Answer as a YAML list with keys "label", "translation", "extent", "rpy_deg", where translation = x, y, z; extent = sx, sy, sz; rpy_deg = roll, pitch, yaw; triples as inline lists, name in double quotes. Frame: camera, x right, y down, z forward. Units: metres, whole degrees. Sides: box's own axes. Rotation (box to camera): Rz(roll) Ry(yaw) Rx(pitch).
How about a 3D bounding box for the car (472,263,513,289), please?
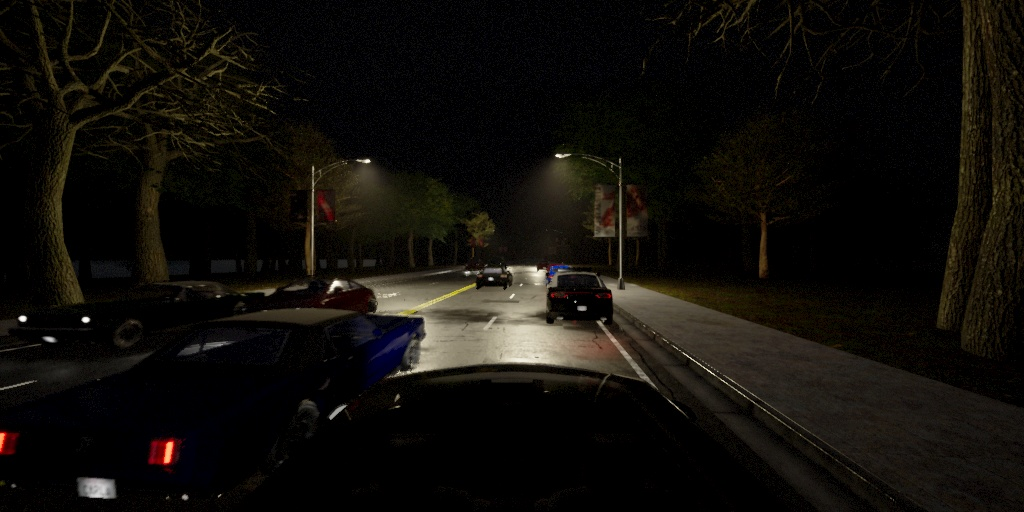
- label: "car"
  translation: [-1.057, 1.344, 23.187]
  extent: [1.994, 1.385, 4.181]
  rpy_deg: [0, 0, 5]

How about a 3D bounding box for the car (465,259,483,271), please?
- label: "car"
  translation: [-5.347, 1.215, 51.496]
  extent: [2.097, 1.767, 4.553]
  rpy_deg: [0, 0, 5]

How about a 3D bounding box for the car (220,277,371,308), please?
- label: "car"
  translation: [-5.664, 1.320, 10.458]
  extent: [1.994, 1.385, 4.181]
  rpy_deg: [0, 0, 5]

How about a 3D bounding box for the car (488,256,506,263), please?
- label: "car"
  translation: [-2.130, 1.084, 50.971]
  extent: [2.150, 2.045, 5.566]
  rpy_deg: [0, 0, 5]

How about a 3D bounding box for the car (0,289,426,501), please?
- label: "car"
  translation: [-2.723, 1.352, 4.743]
  extent: [1.895, 1.301, 4.718]
  rpy_deg: [0, 0, 5]

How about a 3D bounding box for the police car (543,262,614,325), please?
- label: "police car"
  translation: [2.091, 1.185, 12.081]
  extent: [1.930, 1.638, 5.238]
  rpy_deg: [0, 0, 5]

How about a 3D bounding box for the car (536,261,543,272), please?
- label: "car"
  translation: [4.377, 1.385, 49.236]
  extent: [1.812, 1.442, 4.674]
  rpy_deg: [0, 0, 5]

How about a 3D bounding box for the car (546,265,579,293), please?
- label: "car"
  translation: [2.976, 1.304, 21.944]
  extent: [1.812, 1.442, 4.674]
  rpy_deg: [0, 0, 5]

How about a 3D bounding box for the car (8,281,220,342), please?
- label: "car"
  translation: [-9.027, 1.355, 9.349]
  extent: [1.895, 1.301, 4.718]
  rpy_deg: [0, 0, 5]
